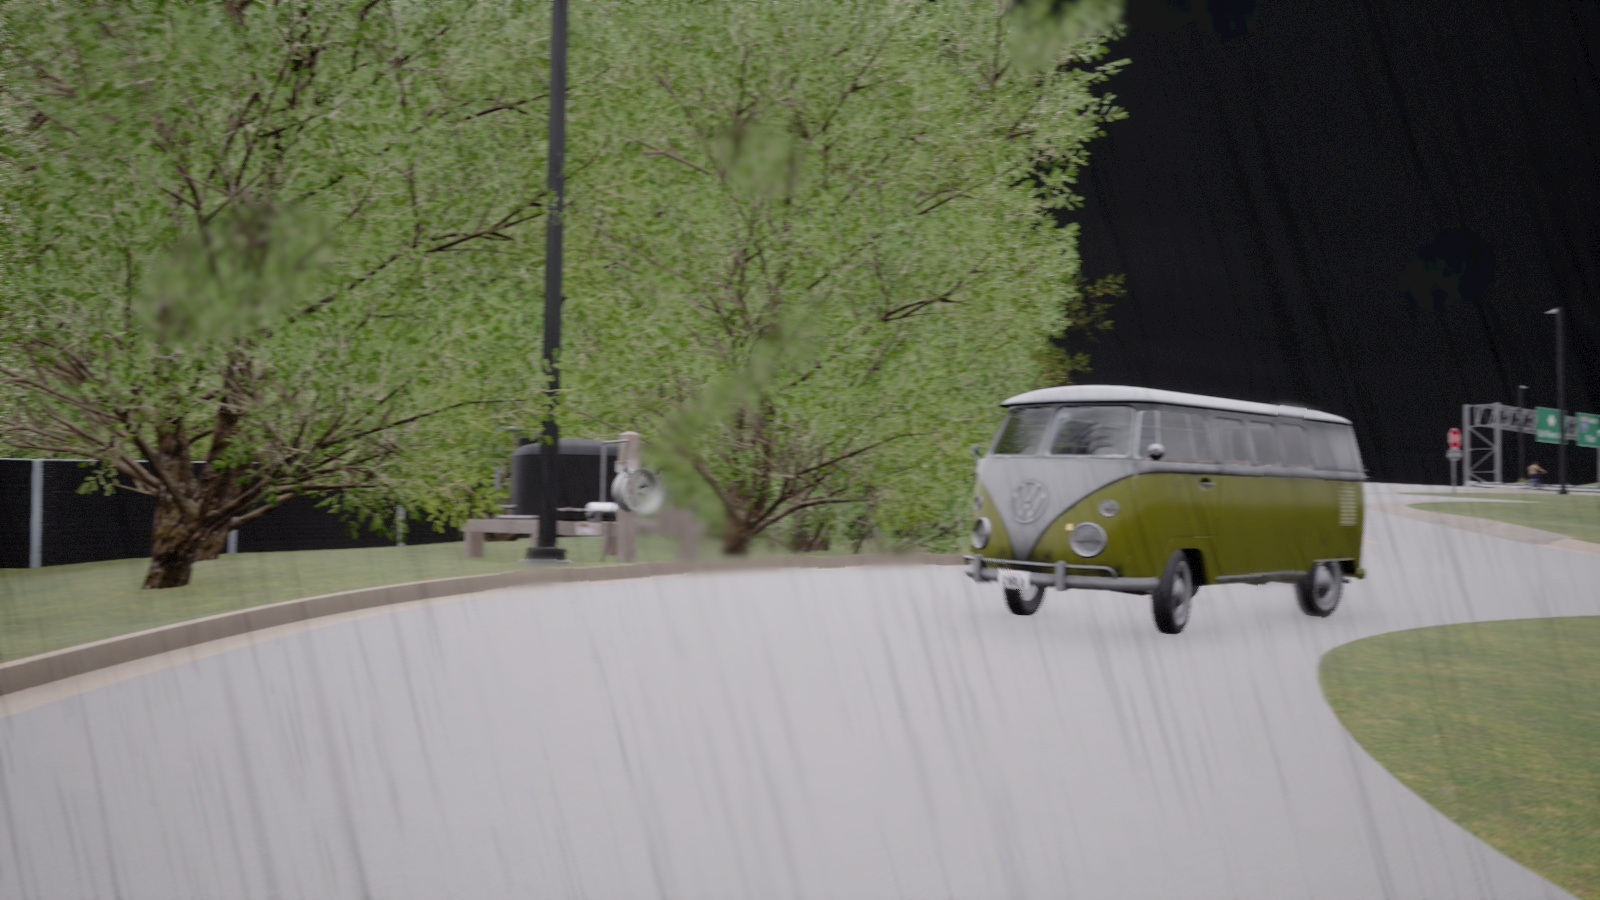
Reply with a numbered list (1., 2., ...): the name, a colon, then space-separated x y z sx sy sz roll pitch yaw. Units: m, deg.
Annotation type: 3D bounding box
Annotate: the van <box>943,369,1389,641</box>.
1. van: 3.457 0.474 11.332 4.442 1.987 1.775 2 -2 -42
